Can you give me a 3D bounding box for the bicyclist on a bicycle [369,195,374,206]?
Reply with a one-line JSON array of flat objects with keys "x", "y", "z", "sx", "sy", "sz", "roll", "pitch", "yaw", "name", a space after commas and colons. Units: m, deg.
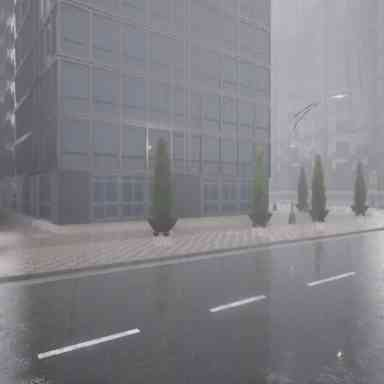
[{"x": 27.726, "y": 1.354, "z": 51.290, "sx": 1.656, "sy": 1.620, "sz": 0.582, "roll": 0, "pitch": 0, "yaw": -36, "name": "bicyclist on a bicycle"}]
